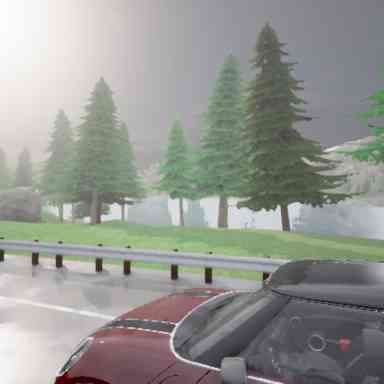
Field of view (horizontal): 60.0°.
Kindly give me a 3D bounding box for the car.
[{"bbox_3d":[1.074,1.349,2.557,4.553,1.767,2.097,0,0,27],"label":"car"}]
